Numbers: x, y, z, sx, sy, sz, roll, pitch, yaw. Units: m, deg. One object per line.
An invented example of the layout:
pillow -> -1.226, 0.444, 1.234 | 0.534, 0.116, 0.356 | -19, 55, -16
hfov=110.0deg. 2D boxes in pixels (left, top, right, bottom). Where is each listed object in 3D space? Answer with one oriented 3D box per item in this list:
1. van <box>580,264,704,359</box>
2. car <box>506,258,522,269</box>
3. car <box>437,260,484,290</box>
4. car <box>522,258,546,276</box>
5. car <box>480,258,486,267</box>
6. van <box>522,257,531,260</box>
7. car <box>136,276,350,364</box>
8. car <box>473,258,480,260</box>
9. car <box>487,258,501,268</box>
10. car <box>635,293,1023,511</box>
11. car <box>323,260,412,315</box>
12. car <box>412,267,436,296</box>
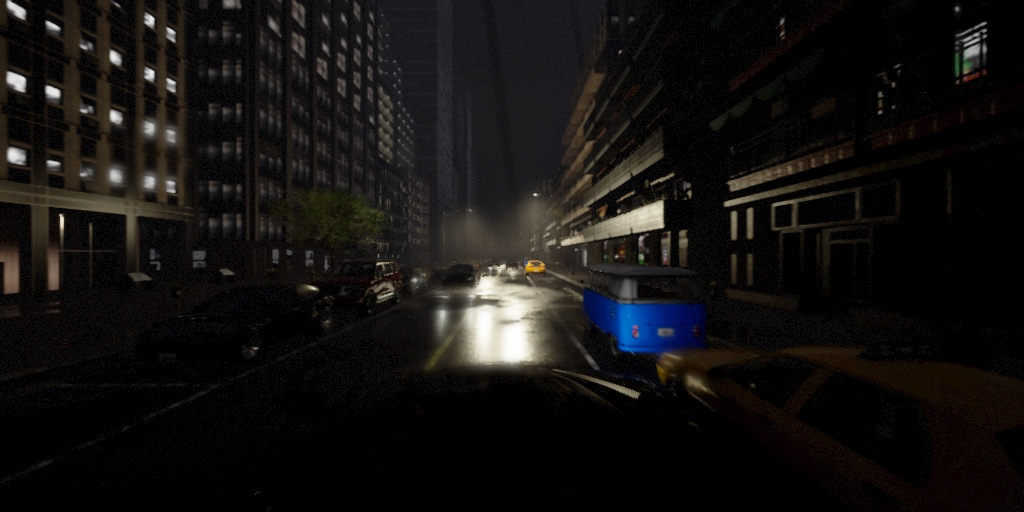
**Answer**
van -> 2.690, 1.089, 8.102 | 1.690, 1.789, 3.998 | 0, 0, 0
car -> 0.007, 1.255, 54.870 | 2.128, 1.511, 4.902 | 0, 0, 0
car -> -3.096, 1.227, 22.421 | 1.882, 1.535, 5.008 | 0, 0, 0
car -> 2.364, 1.230, 37.092 | 1.882, 1.535, 5.008 | 0, 0, 0
car -> -5.686, 1.205, 57.809 | 1.967, 1.591, 4.097 | 0, 0, 0
van -> 2.696, 1.106, 57.807 | 1.690, 1.789, 3.998 | 0, 0, 0
car -> -5.691, 1.315, 8.104 | 1.948, 1.339, 4.313 | 0, 0, 0
car -> -5.687, 1.323, 46.763 | 1.948, 1.339, 4.313 | 0, 0, 0
car -> -3.014, 1.297, 64.270 | 1.812, 1.442, 4.674 | 0, 0, 1
car -> 2.689, 1.275, 2.749 | 1.751, 1.417, 4.829 | 0, 0, 0
car -> -5.691, 1.063, 13.626 | 2.192, 1.841, 5.009 | 0, 0, 0
car -> -5.690, 1.299, 19.149 | 2.007, 1.370, 4.403 | 0, 0, 0
